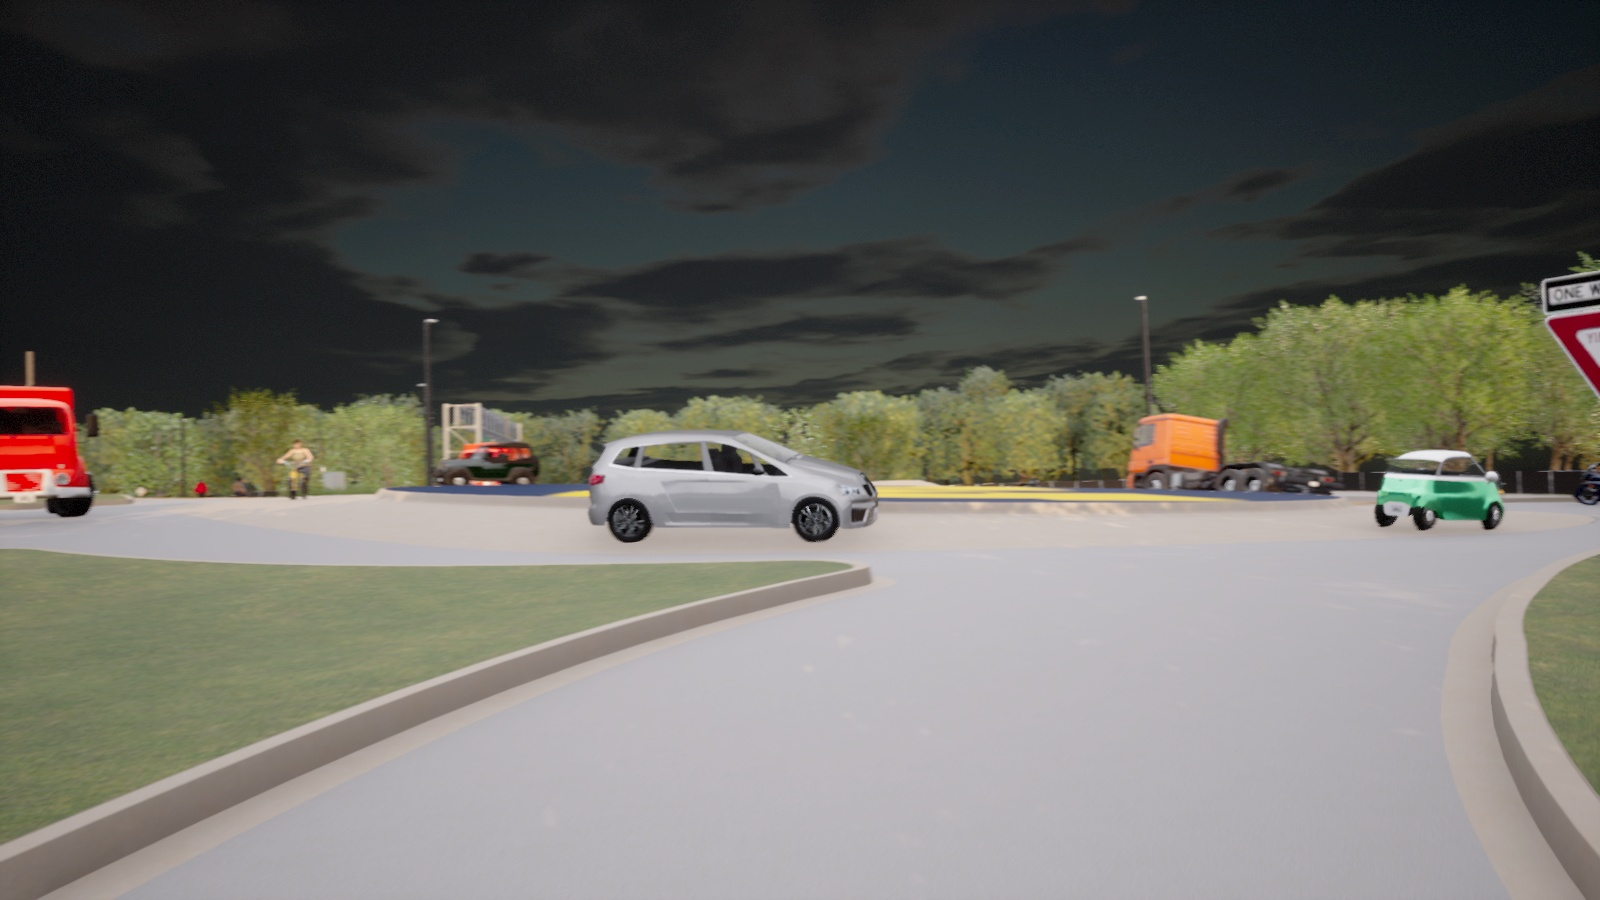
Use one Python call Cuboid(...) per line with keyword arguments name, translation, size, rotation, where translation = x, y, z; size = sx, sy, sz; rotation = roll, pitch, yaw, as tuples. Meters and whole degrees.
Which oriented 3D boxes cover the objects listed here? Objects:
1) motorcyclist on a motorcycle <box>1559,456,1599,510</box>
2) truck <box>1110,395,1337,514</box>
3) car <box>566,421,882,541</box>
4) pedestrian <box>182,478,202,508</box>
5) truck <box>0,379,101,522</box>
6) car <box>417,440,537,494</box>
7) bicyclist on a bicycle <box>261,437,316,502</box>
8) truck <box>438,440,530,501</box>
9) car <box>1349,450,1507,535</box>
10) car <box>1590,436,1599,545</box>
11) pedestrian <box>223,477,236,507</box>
Cuboid(name="motorcyclist on a motorcycle", translation=(23.219, 0.916, 36.082), size=(2.191, 1.530, 0.866), rotation=(-5, -3, 43))
Cuboid(name="truck", translation=(14.684, 0.354, 44.322), size=(2.891, 3.462, 7.936), rotation=(7, -6, -23))
Cuboid(name="car", translation=(-1.125, 0.461, 20.165), size=(4.611, 1.667, 2.242), rotation=(0, 4, 10))
Cuboid(name="pedestrian", translation=(-37.552, 2.655, 77.599), size=(0.899, 1.844, 0.634), rotation=(-3, -2, 16))
Cuboid(name="truck", translation=(-15.297, 0.055, 23.801), size=(2.627, 2.467, 5.204), rotation=(-1, 0, -40))
Cuboid(name="car", translation=(-11.763, 0.656, 45.736), size=(3.866, 1.878, 1.905), rotation=(1, -2, -30))
Cuboid(name="bicyclist on a bicycle", translation=(-13.267, 0.505, 32.588), size=(0.866, 1.612, 1.509), rotation=(-2, 0, -5))
Cuboid(name="truck", translation=(-13.873, 0.983, 55.488), size=(2.627, 2.467, 5.204), rotation=(-2, -2, 0))
Cuboid(name="car", translation=(11.055, 0.723, 22.112), size=(2.207, 1.376, 1.481), rotation=(1, 2, -31))
Cuboid(name="car", translation=(11.395, 0.460, 15.584), size=(2.207, 1.376, 1.481), rotation=(-1, -3, -10))
Cuboid(name="pedestrian", translation=(-34.398, 2.531, 75.723), size=(0.328, 1.805, 0.869), rotation=(-2, -2, 0))
